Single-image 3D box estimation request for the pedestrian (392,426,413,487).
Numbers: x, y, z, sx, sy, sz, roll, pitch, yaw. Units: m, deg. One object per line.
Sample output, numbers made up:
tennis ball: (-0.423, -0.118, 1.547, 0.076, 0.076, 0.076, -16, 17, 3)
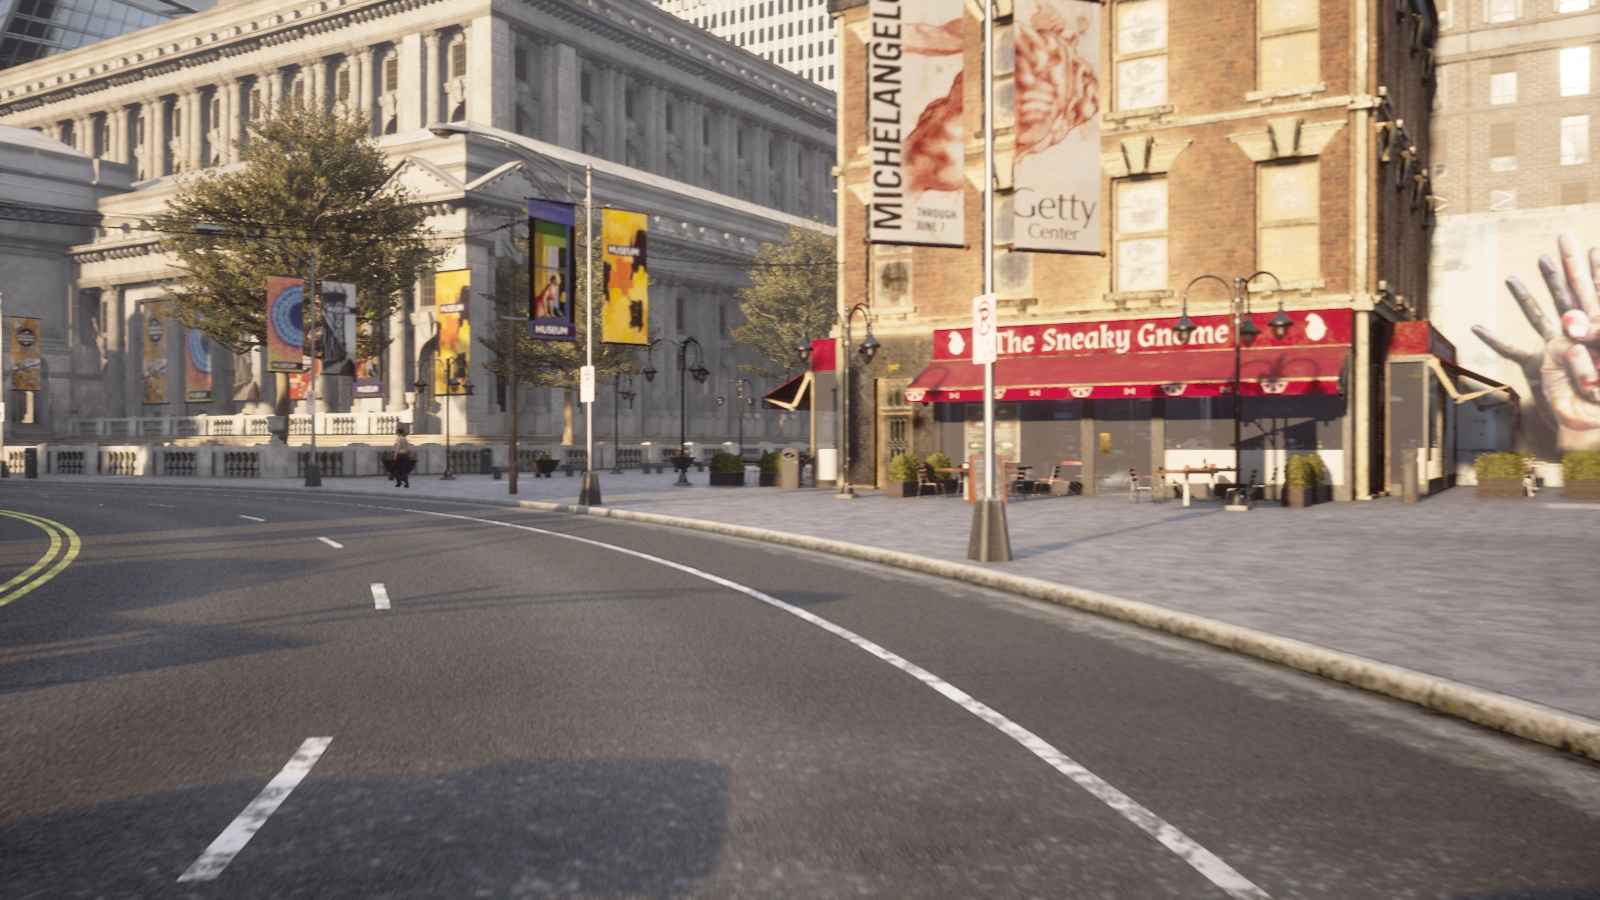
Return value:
pedestrian: (-11.985, 0.194, 37.864, 0.594, 1.836, 0.345, 0, 0, 39)
